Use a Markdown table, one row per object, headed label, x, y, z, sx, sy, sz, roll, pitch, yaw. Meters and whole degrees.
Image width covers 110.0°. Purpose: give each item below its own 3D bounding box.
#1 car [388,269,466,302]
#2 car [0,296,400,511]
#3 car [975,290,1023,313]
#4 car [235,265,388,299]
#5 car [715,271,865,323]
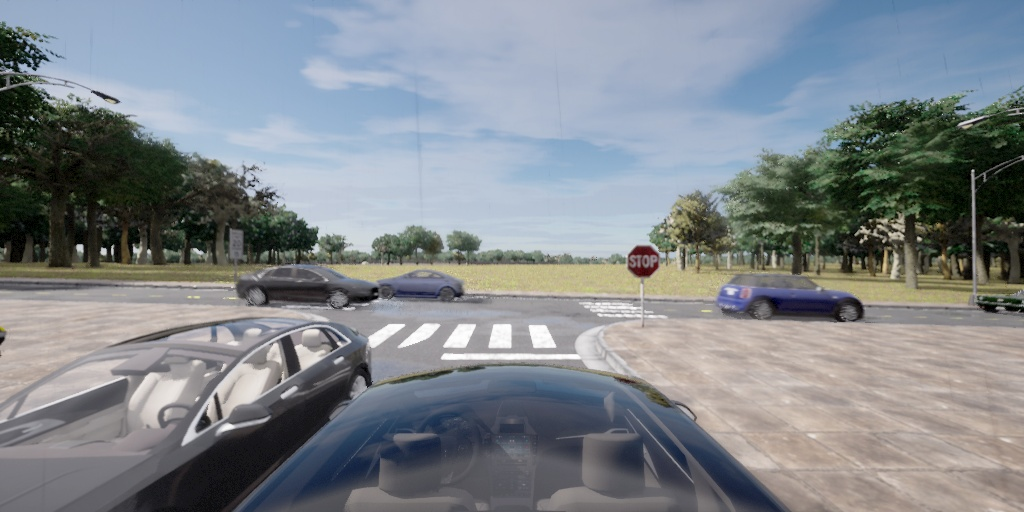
| label | x | y | z | sx | sy | sz | roll | pitch | yaw |
| --- | --- | --- | --- | --- | --- | --- | --- | --- | --- |
| car | -4.201 | 1.302 | 16.427 | 4.181 | 1.385 | 1.994 | 2 | -1 | 0 |
| car | -2.643 | 1.305 | 3.019 | 2.007 | 1.370 | 4.403 | 0 | 0 | 0 |
| car | 24.711 | 2.162 | 16.526 | 4.718 | 1.301 | 1.895 | 2 | -1 | 0 |
| car | -7.540 | 1.111 | 13.467 | 4.892 | 1.490 | 1.837 | 2 | -1 | 0 |
| car | 10.361 | 1.460 | 13.531 | 4.553 | 1.767 | 2.097 | 2 | -1 | 0 |
